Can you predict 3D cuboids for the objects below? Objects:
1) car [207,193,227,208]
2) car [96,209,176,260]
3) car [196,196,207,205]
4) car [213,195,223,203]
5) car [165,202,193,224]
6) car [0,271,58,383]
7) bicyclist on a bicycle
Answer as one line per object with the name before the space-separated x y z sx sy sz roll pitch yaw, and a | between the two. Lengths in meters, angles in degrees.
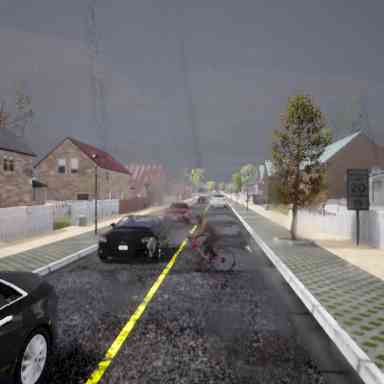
car | 3.704 1.205 46.518 2.150 2.045 5.566 0 0 6
car | -1.983 1.563 12.376 1.994 1.385 4.181 0 0 5
car | 1.881 1.481 59.815 1.837 1.490 4.892 0 -1 5
car | 5.517 1.442 70.502 1.882 1.535 5.008 0 0 5
car | -0.969 1.521 24.943 1.812 1.442 4.674 0 0 4
car | -2.784 1.504 2.435 1.837 1.490 4.892 0 0 5
bicyclist on a bicycle | 0.382 1.438 9.255 1.656 1.620 0.582 -1 0 5
